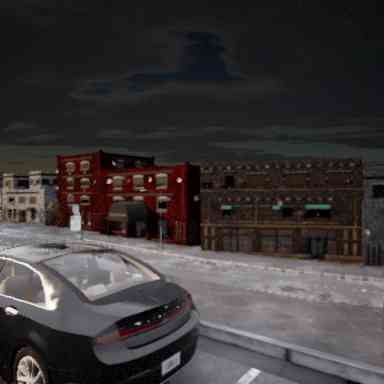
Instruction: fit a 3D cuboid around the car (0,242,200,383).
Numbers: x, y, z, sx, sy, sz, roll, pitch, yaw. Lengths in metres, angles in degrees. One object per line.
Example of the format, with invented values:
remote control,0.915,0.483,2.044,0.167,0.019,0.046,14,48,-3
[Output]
car,-2.185,1.485,4.810,4.892,1.521,2.231,0,0,36
